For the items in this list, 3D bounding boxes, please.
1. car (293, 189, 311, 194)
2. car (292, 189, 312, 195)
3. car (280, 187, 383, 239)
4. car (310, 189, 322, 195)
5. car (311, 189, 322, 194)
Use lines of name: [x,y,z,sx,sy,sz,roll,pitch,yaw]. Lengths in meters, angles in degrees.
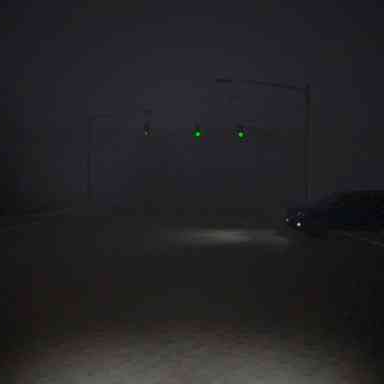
car: [29.627,-0.220,89.802,1.853,1.218,4.536,0,1,-29]
car: [29.652,-0.062,89.759,2.038,1.542,4.974,0,1,-29]
car: [7.102,0.950,14.988,5.566,2.045,2.150,0,1,2]
car: [32.682,-0.014,87.582,2.038,1.542,4.974,1,1,31]
car: [32.709,-0.172,87.624,1.853,1.218,4.536,1,1,31]
